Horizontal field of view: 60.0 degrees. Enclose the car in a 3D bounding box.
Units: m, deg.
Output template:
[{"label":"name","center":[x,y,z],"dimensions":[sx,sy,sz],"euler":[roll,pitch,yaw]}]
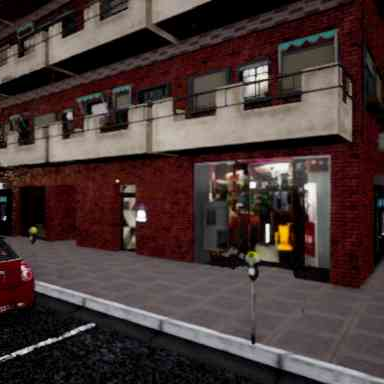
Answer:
[{"label":"car","center":[-4.836,1.447,6.325],"dimensions":[4.097,1.590,1.967],"euler":[0,0,35]}]
